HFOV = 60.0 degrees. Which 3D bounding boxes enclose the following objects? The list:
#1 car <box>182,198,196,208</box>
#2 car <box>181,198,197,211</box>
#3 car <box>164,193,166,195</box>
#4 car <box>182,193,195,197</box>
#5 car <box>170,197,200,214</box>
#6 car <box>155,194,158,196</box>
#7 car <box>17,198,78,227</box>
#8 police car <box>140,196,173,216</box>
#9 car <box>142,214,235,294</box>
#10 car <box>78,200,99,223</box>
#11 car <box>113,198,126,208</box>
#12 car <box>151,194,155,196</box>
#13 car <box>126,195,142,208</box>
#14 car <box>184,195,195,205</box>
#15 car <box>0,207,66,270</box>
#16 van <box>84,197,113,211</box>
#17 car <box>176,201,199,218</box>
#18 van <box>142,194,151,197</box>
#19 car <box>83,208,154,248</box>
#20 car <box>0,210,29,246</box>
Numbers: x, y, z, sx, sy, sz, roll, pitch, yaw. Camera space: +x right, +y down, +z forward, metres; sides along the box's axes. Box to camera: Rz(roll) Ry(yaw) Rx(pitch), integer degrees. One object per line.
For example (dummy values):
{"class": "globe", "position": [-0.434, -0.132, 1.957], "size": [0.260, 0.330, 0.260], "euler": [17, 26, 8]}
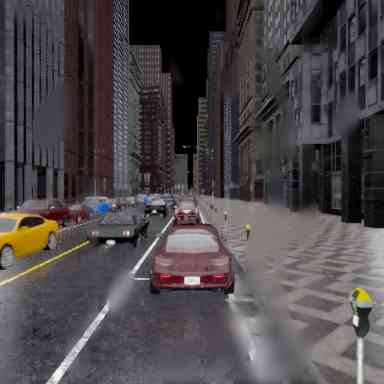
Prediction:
{"class": "car", "position": [-0.385, 1.564, 47.899], "size": [1.947, 1.339, 4.313], "euler": [0, 0, 0]}
{"class": "car", "position": [-0.385, 1.543, 42.263], "size": [1.887, 1.381, 4.507], "euler": [0, 0, 0]}
{"class": "car", "position": [-8.912, 1.323, 87.347], "size": [2.192, 1.841, 5.009], "euler": [0, 0, 0]}
{"class": "car", "position": [-0.386, 1.314, 36.627], "size": [2.192, 1.841, 5.009], "euler": [0, 0, 0]}
{"class": "car", "position": [-0.386, 1.439, 25.353], "size": [1.967, 1.590, 4.097], "euler": [0, 0, 0]}
{"class": "car", "position": [-8.911, 1.552, 70.437], "size": [2.008, 1.369, 4.403], "euler": [0, 0, 0]}
{"class": "car", "position": [-8.911, 1.314, 19.706], "size": [2.192, 1.841, 5.009], "euler": [0, 0, 0]}
{"class": "police car", "position": [-3.144, 1.424, 30.439], "size": [1.930, 1.638, 5.238], "euler": [0, 0, 0]}
{"class": "car", "position": [0.003, 1.525, 8.651], "size": [1.812, 1.442, 4.674], "euler": [0, 0, 0]}
{"class": "car", "position": [-8.910, 1.544, 25.344], "size": [1.887, 1.381, 4.507], "euler": [0, 0, 0]}
{"class": "car", "position": [-8.911, 1.439, 36.617], "size": [1.967, 1.590, 4.097], "euler": [0, 0, 0]}
{"class": "car", "position": [-8.911, 1.525, 64.631], "size": [1.752, 1.417, 4.829], "euler": [0, 0, 0]}
{"class": "car", "position": [-8.911, 1.439, 47.891], "size": [1.967, 1.590, 4.097], "euler": [0, 0, 0]}
{"class": "car", "position": [-0.386, 1.439, 59.171], "size": [1.967, 1.590, 4.097], "euler": [0, 0, 0]}
{"class": "car", "position": [-6.245, 1.477, 11.198], "size": [1.882, 1.535, 5.008], "euler": [0, 0, 0]}
{"class": "van", "position": [-8.911, 1.340, 30.980], "size": [1.690, 1.788, 3.998], "euler": [0, 0, 0]}
{"class": "car", "position": [-0.385, 1.565, 30.990], "size": [1.947, 1.339, 4.313], "euler": [0, 0, 0]}
{"class": "van", "position": [-8.911, 1.340, 59.164], "size": [1.690, 1.788, 3.998], "euler": [0, 0, 0]}
{"class": "car", "position": [-3.047, 1.600, 14.782], "size": [1.895, 1.301, 4.718], "euler": [0, 0, 0]}
{"class": "car", "position": [-8.910, 1.565, 14.070], "size": [1.947, 1.339, 4.313], "euler": [0, 0, 0]}
